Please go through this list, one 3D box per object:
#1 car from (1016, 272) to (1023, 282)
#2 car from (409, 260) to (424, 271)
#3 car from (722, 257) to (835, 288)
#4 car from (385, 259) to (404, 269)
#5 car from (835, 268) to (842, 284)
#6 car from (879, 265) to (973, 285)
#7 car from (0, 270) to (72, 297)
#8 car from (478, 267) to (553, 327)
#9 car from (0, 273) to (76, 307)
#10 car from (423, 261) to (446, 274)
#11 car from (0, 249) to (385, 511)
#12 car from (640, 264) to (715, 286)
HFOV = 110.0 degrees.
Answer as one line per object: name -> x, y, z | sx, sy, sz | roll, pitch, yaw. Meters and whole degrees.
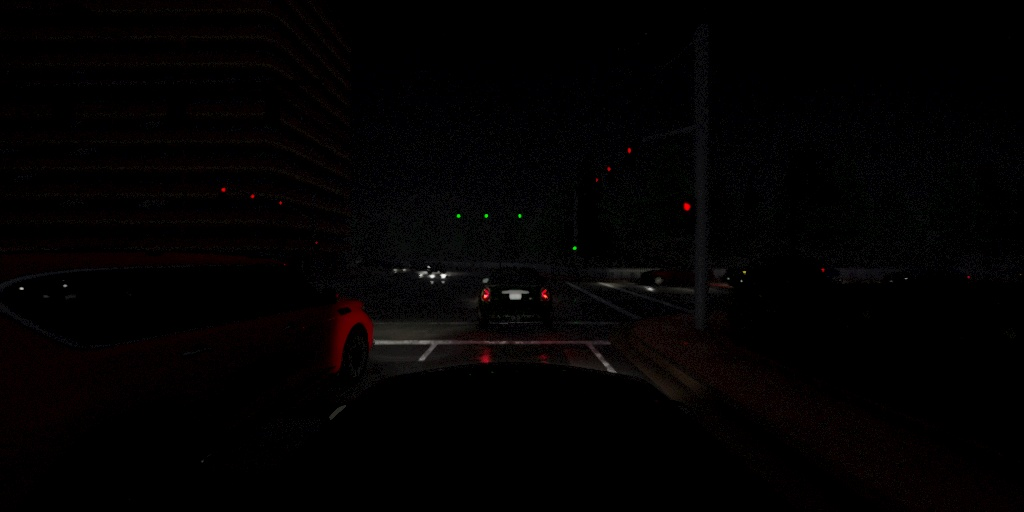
car -> 39.798, 1.449, 25.810 | 4.718, 1.301, 1.895 | 0, 0, 1
car -> -13.278, 1.328, 51.549 | 2.128, 1.511, 4.902 | 0, 0, -33
car -> 16.358, 1.063, 22.506 | 5.566, 2.045, 2.150 | 0, 0, 0
car -> -19.828, 1.327, 59.558 | 5.008, 1.535, 1.882 | 0, 0, 43
car -> 20.947, 1.200, 25.970 | 4.553, 1.767, 2.097 | 0, 0, 0
car -> 25.754, 1.406, 22.426 | 4.181, 1.385, 1.994 | 0, 0, 1
car -> -26.949, 1.436, 19.117 | 4.718, 1.301, 1.895 | 0, 0, 0
car -> 0.094, 1.140, 11.725 | 2.097, 1.767, 4.553 | 0, -1, 0
car -> -22.440, 1.430, 15.583 | 4.718, 1.301, 1.895 | 0, 0, 0
car -> -9.010, 1.368, 42.548 | 2.033, 1.411, 5.357 | 0, 0, -18
car -> -3.431, 0.974, 3.776 | 2.150, 2.045, 5.566 | 0, 0, 0
car -> 11.929, 1.325, 26.037 | 5.008, 1.535, 1.882 | 0, 0, 0
